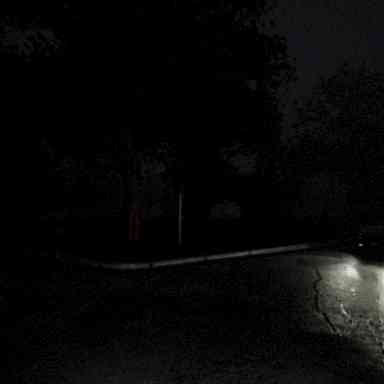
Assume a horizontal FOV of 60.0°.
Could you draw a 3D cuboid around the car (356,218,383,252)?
[{"bbox_3d":[8.597,1.623,13.321,5.008,1.535,1.882,1,0,-34],"label":"car"}]
